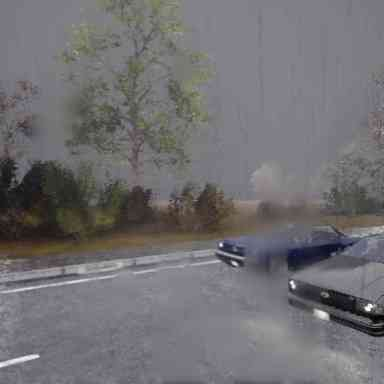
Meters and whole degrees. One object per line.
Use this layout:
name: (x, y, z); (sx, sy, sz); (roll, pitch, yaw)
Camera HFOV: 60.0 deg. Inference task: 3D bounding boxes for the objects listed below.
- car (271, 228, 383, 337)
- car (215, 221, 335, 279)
car: (4.298, 1.538, 6.629); (5.357, 1.411, 2.033); (0, 0, -32)
car: (3.030, 1.579, 9.922); (4.718, 1.301, 1.895); (0, 0, -31)
